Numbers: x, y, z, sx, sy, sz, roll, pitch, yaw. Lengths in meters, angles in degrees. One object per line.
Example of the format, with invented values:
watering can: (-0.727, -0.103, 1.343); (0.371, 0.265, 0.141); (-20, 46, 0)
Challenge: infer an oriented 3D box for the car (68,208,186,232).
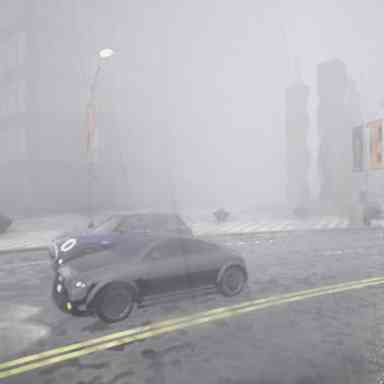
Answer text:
car: (-2.095, 1.422, 10.559); (4.553, 1.767, 2.097); (0, 0, -30)

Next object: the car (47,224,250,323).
car: (-0.781, 1.610, 7.274); (4.181, 1.385, 1.994); (0, 0, -32)
